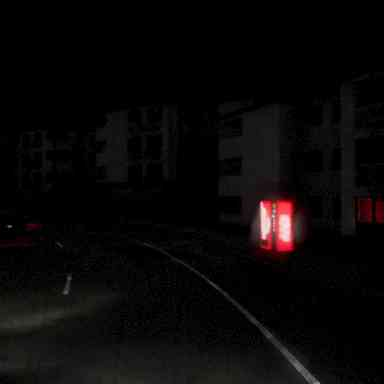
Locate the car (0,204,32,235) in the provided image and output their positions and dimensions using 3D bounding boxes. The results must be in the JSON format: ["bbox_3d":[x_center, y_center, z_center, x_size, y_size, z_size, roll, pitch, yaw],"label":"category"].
[{"bbox_3d":[-11.213,1.698,19.511,1.882,1.535,5.008,1,-1,-39],"label":"car"}]

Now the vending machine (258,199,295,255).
[{"bbox_3d":[3.335,1.322,13.130,1.100,2.100,0.880,0,-1,-21],"label":"vending machine"}]
